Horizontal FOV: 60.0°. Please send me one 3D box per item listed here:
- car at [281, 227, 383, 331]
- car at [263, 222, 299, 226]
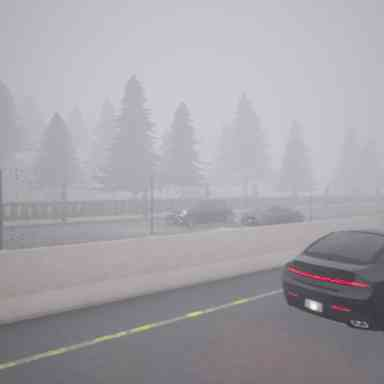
[{"bbox_3d":[3.813,1.459,6.461,4.892,1.490,1.837,0,0,-36],"label":"car"},{"bbox_3d":[4.924,1.457,20.404,4.181,1.385,1.994,0,0,-36],"label":"car"}]
